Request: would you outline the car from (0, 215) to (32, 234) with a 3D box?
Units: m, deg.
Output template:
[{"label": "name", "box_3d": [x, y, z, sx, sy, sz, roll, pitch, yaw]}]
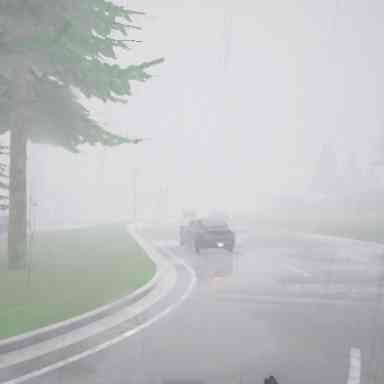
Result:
[{"label": "car", "box_3d": [-14.081, 2.461, 24.646, 1.837, 1.490, 4.892, -1, -2, 14]}]

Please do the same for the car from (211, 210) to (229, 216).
[{"label": "car", "box_3d": [3.347, 2.960, 41.615, 1.895, 1.301, 4.718, 0, -2, -3]}]

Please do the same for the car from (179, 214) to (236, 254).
[{"label": "car", "box_3d": [0.622, 2.054, 16.458, 1.837, 1.490, 4.892, 1, -2, -14]}]

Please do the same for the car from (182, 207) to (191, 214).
[{"label": "car", "box_3d": [-1.248, 3.980, 72.557, 1.994, 1.385, 4.181, 0, -2, -2]}]

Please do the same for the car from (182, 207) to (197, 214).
[{"label": "car", "box_3d": [-0.290, 3.009, 44.972, 1.837, 1.490, 4.892, 0, -2, -3]}]
